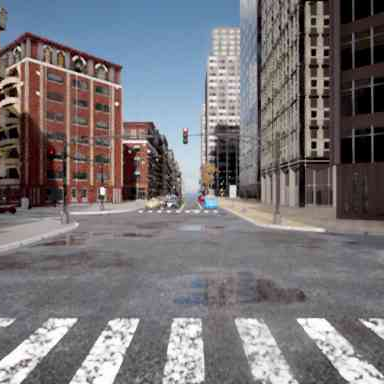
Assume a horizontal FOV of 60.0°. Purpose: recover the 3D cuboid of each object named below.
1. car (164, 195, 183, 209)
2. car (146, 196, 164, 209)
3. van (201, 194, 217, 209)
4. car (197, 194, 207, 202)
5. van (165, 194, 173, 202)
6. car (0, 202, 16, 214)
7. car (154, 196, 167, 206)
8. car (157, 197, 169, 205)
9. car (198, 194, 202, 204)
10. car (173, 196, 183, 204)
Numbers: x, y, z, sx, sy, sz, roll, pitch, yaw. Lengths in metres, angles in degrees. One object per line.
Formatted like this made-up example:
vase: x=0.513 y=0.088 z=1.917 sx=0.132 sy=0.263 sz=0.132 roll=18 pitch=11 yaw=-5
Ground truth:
car: x=-2.849 y=1.528 z=46.212 sx=2.128 sy=1.511 sz=4.902 roll=0 pitch=0 yaw=2
car: x=-5.349 y=1.561 z=45.851 sx=1.752 sy=1.417 sz=4.829 roll=0 pitch=0 yaw=0
van: x=2.532 y=1.377 z=46.027 sx=1.690 sy=1.788 sz=3.998 roll=0 pitch=0 yaw=0
car: x=2.498 y=1.450 z=84.895 sx=2.192 sy=1.841 sz=5.009 roll=0 pitch=0 yaw=0
van: x=-5.376 y=1.458 z=79.334 sx=1.690 sy=1.788 sz=3.998 roll=0 pitch=0 yaw=0
car: x=-21.175 y=1.782 z=36.680 sx=4.718 sy=1.301 sz=1.895 roll=-1 pitch=-1 yaw=41
car: x=-5.358 y=1.498 z=57.126 sx=1.967 sy=1.590 sz=4.097 roll=0 pitch=0 yaw=0
car: x=-5.363 y=1.637 z=62.678 sx=1.947 sy=1.339 sz=4.313 roll=0 pitch=0 yaw=0
car: x=2.513 y=1.630 z=68.236 sx=1.887 sy=1.381 sz=4.507 roll=0 pitch=0 yaw=0
car: x=-2.820 y=1.609 z=67.441 sx=1.812 sy=1.442 sz=4.674 roll=0 pitch=0 yaw=1
